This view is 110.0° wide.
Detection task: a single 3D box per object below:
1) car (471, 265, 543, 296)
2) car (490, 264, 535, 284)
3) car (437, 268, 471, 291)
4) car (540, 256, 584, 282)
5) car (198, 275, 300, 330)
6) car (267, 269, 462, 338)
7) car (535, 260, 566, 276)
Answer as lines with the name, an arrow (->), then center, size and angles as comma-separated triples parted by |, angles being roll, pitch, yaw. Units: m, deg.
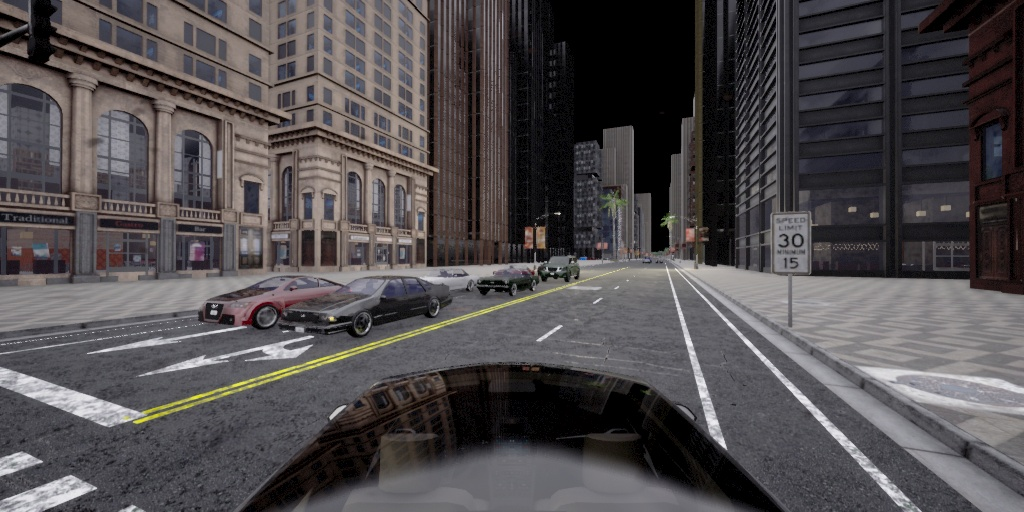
car -> -0.102, 1.357, 19.502 | 1.895, 1.301, 4.718 | 0, 0, 23
car -> 0.191, 1.364, 28.545 | 1.895, 1.301, 4.718 | 0, 0, 23
car -> -3.687, 1.357, 19.370 | 1.895, 1.301, 4.718 | 0, 0, 23
car -> 4.065, 0.986, 29.354 | 2.150, 2.045, 5.566 | 0, 0, 23
car -> -7.092, 1.316, 11.297 | 1.994, 1.385, 4.181 | 0, 0, 23
car -> -3.834, 1.299, 10.669 | 2.033, 1.411, 5.357 | 0, 0, 23
car -> 4.198, 1.250, 37.932 | 1.882, 1.535, 5.008 | 0, 0, 23
